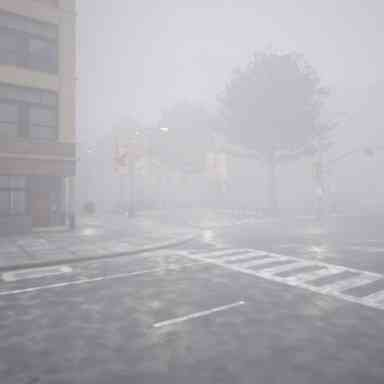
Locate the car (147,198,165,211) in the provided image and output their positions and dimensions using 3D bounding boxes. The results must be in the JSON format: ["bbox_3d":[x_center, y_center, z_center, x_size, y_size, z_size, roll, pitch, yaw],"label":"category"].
[{"bbox_3d":[-5.229,1.492,42.149,2.128,1.511,4.902,0,0,-36],"label":"car"}]

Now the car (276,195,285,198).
[{"bbox_3d":[18.372,1.323,69.310,2.002,1.452,4.674,0,0,-36],"label":"car"}]

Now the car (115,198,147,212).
[{"bbox_3d":[-7.559,1.527,39.393,1.812,1.442,4.674,0,0,-36],"label":"car"}]

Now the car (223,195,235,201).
[{"bbox_3d":[7.885,1.416,76.779,2.161,1.482,4.786,0,0,-36],"label":"car"}]

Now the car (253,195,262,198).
[{"bbox_3d":[17.528,1.467,83.241,1.895,1.301,4.718,0,0,-36],"label":"car"}]
